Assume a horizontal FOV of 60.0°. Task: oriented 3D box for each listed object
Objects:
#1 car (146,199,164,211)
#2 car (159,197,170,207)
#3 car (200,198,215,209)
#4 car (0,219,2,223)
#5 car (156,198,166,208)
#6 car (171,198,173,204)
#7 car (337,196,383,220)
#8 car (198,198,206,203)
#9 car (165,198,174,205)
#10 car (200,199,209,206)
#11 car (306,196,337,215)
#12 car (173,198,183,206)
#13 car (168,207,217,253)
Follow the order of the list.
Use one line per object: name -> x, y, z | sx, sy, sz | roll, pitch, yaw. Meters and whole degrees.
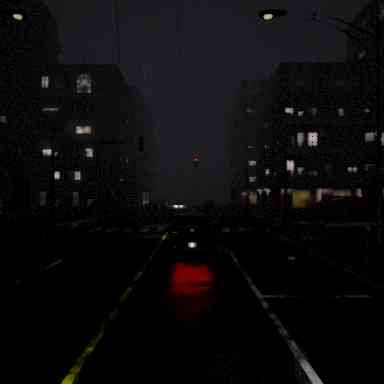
car -> -5.662, 2.039, 48.475 | 1.947, 1.339, 4.313 | 0, -1, 0
car -> -5.655, 1.903, 59.842 | 2.192, 1.841, 5.009 | 0, -1, 0
car -> 2.722, 1.971, 54.156 | 1.967, 1.590, 4.097 | 0, -1, 0
car -> -17.627, 2.083, 26.141 | 4.829, 1.417, 1.752 | -1, 1, 0
car -> -5.659, 2.054, 53.988 | 1.752, 1.417, 4.829 | 0, -1, 0
car -> -5.648, 2.144, 71.206 | 1.967, 1.590, 4.097 | 0, -1, 0
car -> 14.709, 1.280, 26.407 | 5.009, 1.841, 2.192 | -1, 1, 0
car -> 2.747, 2.492, 93.929 | 2.008, 1.369, 4.403 | 0, -1, 0
car -> -5.641, 2.262, 82.570 | 1.967, 1.590, 4.097 | 0, -1, 0
car -> 2.733, 2.286, 71.201 | 1.802, 1.307, 4.206 | 0, -1, 0
car -> 14.580, 1.345, 34.785 | 5.009, 1.841, 2.192 | -1, 1, 0
car -> -2.955, 2.259, 74.177 | 2.128, 1.511, 4.902 | 0, -1, 0
car -> 0.014, 1.645, 14.311 | 1.837, 1.490, 4.892 | 0, 0, 0
